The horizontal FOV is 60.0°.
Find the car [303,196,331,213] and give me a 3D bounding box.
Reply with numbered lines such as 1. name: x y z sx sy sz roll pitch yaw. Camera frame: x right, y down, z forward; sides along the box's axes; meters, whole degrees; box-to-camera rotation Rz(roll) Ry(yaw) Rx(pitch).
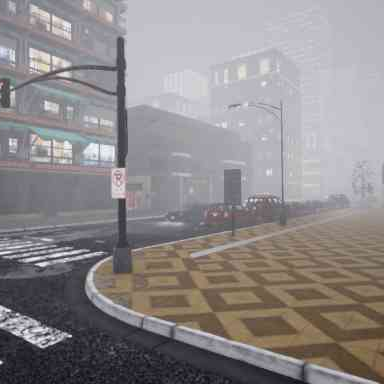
1. car: 12.425 1.422 34.254 1.887 1.381 4.507 -1 0 36

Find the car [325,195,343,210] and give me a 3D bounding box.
1. car: 15.738 1.416 38.760 2.008 1.369 4.403 -1 0 36

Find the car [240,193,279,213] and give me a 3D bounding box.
1. car: 7.562 1.170 36.776 2.150 2.045 5.566 -1 -1 36

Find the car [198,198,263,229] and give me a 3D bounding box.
1. car: 2.487 1.353 20.734 1.967 1.590 4.097 -1 0 36

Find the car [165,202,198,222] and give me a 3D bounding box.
1. car: 0.152 1.521 26.698 2.033 1.411 5.357 -1 0 36

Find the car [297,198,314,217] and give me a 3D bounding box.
1. car: 9.113 1.471 29.747 1.802 1.307 4.206 -1 0 36

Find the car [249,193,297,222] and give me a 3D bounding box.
1. car: 5.798 1.216 25.241 2.192 1.841 5.009 -1 0 36

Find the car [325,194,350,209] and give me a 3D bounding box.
1. car: 19.048 1.168 43.268 2.192 1.841 5.009 -1 0 36

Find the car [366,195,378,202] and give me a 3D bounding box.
1. car: 35.612 1.334 65.800 1.887 1.381 4.507 -1 0 36

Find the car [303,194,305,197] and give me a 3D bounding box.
1. car: 22.538 1.440 61.317 1.752 1.417 4.829 -1 0 36

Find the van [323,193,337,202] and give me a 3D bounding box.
1. van: 29.262 1.230 70.467 1.690 1.788 3.998 -1 0 36
